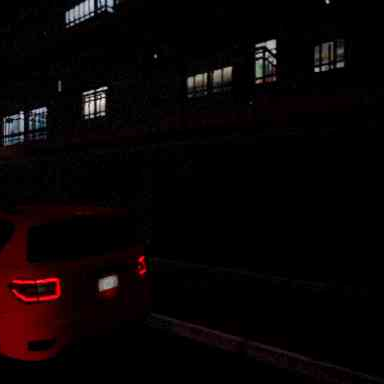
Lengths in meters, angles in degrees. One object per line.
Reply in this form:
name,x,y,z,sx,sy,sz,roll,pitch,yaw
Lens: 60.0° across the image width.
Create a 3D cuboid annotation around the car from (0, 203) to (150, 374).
car,-3.218,1.212,5.681,5.566,2.045,2.150,0,0,35
